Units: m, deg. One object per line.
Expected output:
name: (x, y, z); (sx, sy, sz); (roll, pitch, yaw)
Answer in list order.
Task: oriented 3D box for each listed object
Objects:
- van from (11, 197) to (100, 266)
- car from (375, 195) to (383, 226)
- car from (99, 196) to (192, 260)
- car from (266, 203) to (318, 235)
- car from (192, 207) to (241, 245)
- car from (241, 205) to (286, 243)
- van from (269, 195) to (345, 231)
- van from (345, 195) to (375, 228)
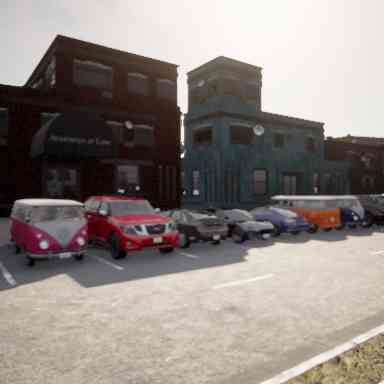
van: (-4.916, 1.235, 11.342); (1.878, 1.987, 4.442); (0, 0, -35)
car: (10.847, 1.227, 22.744); (2.435, 2.045, 5.566); (0, 0, -35)
car: (-2.705, 1.207, 13.025); (2.435, 2.045, 5.566); (0, 0, -35)
car: (3.971, 1.503, 17.810); (2.002, 1.452, 4.674); (0, 0, -35)
car: (-0.452, 1.461, 14.656); (2.231, 1.521, 4.892); (0, 0, -35)
car: (1.825, 1.490, 16.249); (2.163, 1.488, 4.792); (0, 0, -35)
van: (6.268, 1.241, 19.593); (1.878, 1.987, 4.442); (0, 0, -35)
van: (8.666, 1.246, 21.013); (1.878, 1.987, 4.442); (0, 0, -35)
